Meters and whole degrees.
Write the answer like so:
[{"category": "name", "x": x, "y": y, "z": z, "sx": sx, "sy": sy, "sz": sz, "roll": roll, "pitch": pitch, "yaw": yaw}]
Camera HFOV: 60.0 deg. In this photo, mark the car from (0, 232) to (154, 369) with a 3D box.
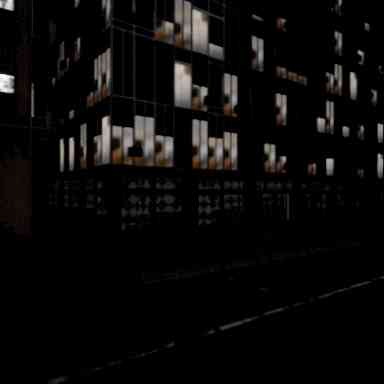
[{"category": "car", "x": -2.675, "y": 1.438, "z": 4.645, "sx": 4.097, "sy": 1.590, "sz": 1.967, "roll": 0, "pitch": 0, "yaw": -36}]
